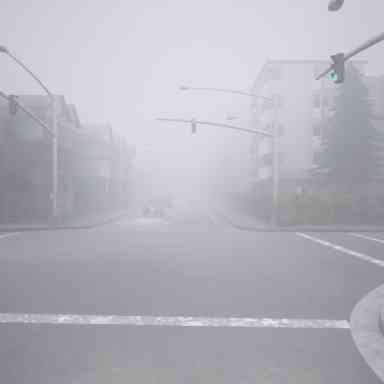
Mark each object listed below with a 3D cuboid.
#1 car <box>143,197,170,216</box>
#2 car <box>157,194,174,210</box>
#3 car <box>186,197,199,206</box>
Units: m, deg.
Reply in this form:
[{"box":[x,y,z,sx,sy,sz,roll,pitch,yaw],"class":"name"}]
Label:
[{"box":[-3.584,1.491,32.343,2.128,1.511,4.902,0,0,0],"class":"car"},{"box":[-3.560,1.221,42.919,2.150,2.045,5.566,0,0,0],"class":"car"},{"box":[-0.001,1.526,55.237,1.812,1.442,4.674,0,0,-3],"class":"car"}]
